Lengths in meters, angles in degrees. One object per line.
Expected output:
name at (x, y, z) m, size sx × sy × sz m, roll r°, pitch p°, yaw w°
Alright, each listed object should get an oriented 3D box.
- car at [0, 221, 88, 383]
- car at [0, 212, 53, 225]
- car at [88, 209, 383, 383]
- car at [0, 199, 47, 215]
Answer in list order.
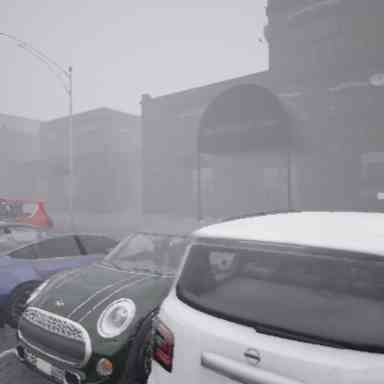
car at (-0.368, 1.357, 5.573) m, size 2.185 × 1.767 × 4.553 m, roll 0°, pitch 0°, yaw 36°
car at (-4.873, 1.501, 8.744) m, size 2.097 × 1.535 × 5.008 m, roll -1°, pitch 0°, yaw 36°
car at (1.872, 1.229, 3.970) m, size 2.435 × 2.045 × 5.566 m, roll 0°, pitch 0°, yaw 36°
car at (-7.132, 1.272, 10.329) m, size 2.435 × 2.045 × 5.566 m, roll -1°, pitch 0°, yaw 36°
